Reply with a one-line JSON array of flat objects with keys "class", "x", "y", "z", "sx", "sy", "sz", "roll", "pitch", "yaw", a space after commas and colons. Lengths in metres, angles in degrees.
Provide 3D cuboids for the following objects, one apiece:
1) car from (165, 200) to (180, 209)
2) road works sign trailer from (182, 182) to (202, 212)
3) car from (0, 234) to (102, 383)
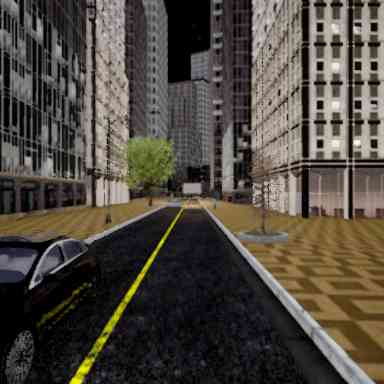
[{"class": "car", "x": -2.813, "y": 1.745, "z": 48.124, "sx": 1.895, "sy": 1.301, "sz": 4.718, "roll": 0, "pitch": 0, "yaw": 0}, {"class": "road works sign trailer", "x": 0.011, "y": 0.583, "z": 41.038, "sx": 2.380, "sy": 3.560, "sz": 2.880, "roll": 0, "pitch": 0, "yaw": 0}, {"class": "car", "x": -2.849, "y": 1.501, "z": 5.284, "sx": 2.128, "sy": 1.511, "sz": 4.902, "roll": 0, "pitch": 0, "yaw": 0}]
